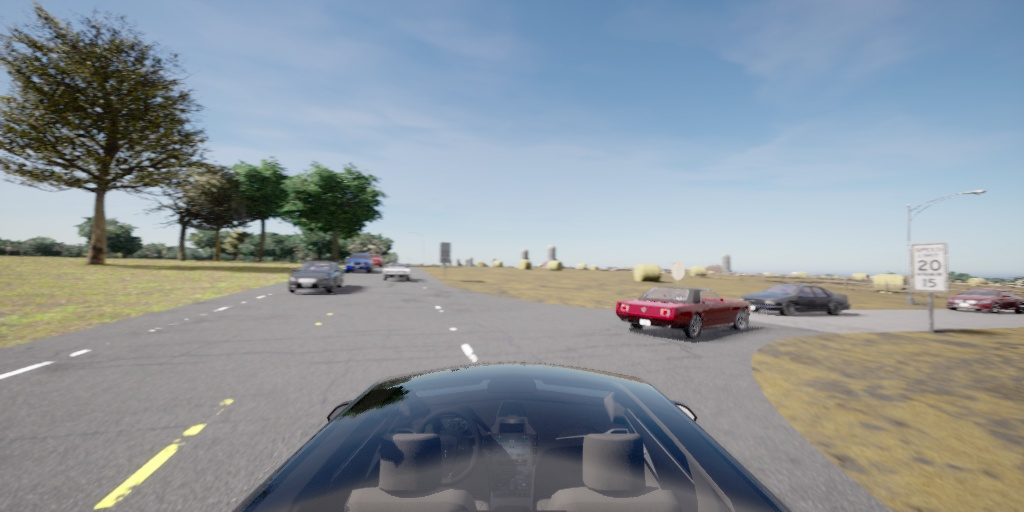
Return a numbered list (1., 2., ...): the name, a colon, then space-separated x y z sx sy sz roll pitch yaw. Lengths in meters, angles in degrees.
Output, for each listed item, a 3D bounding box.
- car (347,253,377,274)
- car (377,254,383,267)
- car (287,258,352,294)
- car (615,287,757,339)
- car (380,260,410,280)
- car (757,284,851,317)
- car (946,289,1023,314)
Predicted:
1. car: -15.534 0.698 36.807 2.150 2.045 5.566 2 0 -17
2. car: -21.467 0.724 56.206 2.150 2.045 5.566 2 -1 -17
3. car: -9.824 1.010 18.276 2.128 1.511 4.902 2 0 -17
4. car: 5.343 1.591 10.885 4.718 1.301 1.895 4 -3 -36
5. car: -9.007 1.188 28.142 1.895 1.301 4.718 2 0 -17
6. car: 13.427 2.056 17.048 5.357 1.411 2.033 2 -3 -17
7. car: 28.931 2.717 21.869 4.674 1.442 1.812 3 -3 -18
